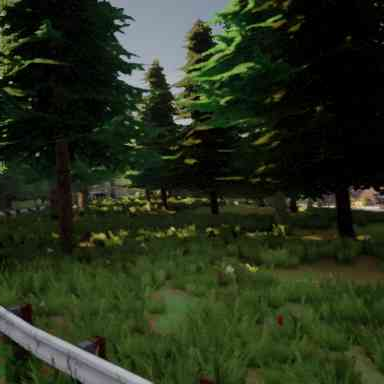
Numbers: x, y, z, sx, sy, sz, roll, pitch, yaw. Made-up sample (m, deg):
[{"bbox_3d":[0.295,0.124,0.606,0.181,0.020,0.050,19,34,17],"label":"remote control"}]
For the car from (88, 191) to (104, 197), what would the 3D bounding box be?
[{"bbox_3d":[-17.490,0.649,59.649,2.128,1.511,4.902,-5,1,9],"label":"car"}]
